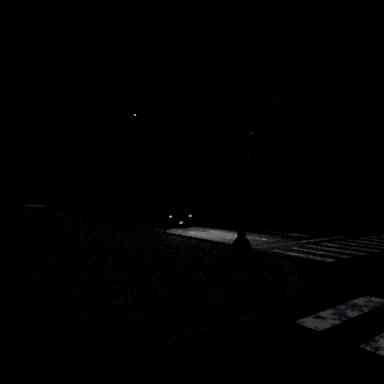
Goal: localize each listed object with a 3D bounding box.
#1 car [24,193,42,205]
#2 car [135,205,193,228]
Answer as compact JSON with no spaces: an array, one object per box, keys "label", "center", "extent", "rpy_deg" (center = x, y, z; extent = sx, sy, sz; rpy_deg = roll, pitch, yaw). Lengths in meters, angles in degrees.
[{"label":"car","center":[-27.817,1.204,58.044],"extent":[2.150,2.045,5.566],"rpy_deg":[1,0,-36]},{"label":"car","center":[-1.933,1.551,21.955],"extent":[1.895,1.301,4.718],"rpy_deg":[1,0,-36]}]
